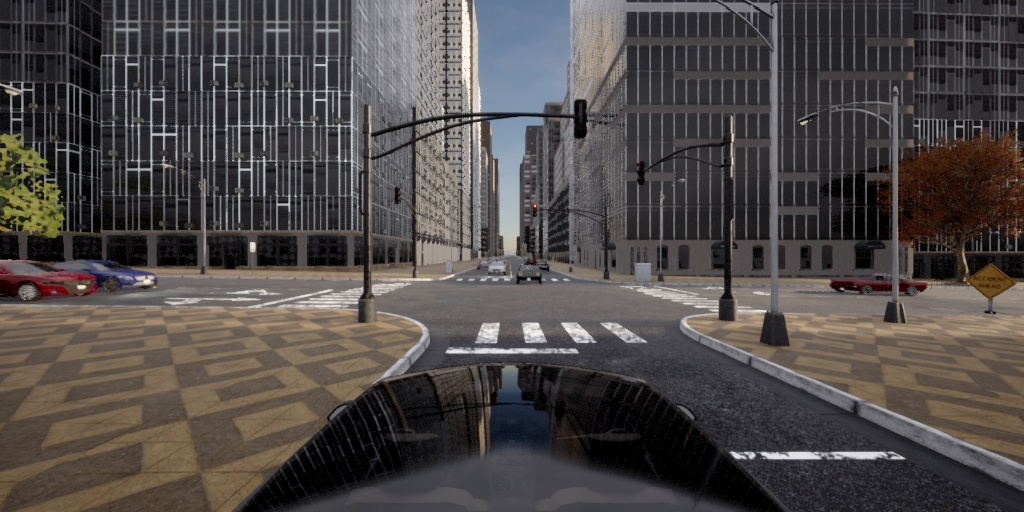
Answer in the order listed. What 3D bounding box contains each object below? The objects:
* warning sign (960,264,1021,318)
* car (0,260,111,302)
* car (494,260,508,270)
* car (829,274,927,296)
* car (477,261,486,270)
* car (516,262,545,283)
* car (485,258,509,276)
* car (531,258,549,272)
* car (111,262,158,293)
[{"bbox_3d":[17.258,1.204,12.940,1.060,1.860,1.300,0,0,-3],"label":"warning sign"},{"bbox_3d":[-19.352,0.898,13.929,5.008,1.535,1.882,1,0,-3],"label":"car"},{"bbox_3d":[-1.646,1.359,54.180,1.895,1.301,4.718,0,0,0],"label":"car"},{"bbox_3d":[23.006,1.789,22.678,4.718,1.301,1.895,1,0,-3],"label":"car"},{"bbox_3d":[-4.113,1.341,52.197,1.802,1.307,4.207,0,0,0],"label":"car"},{"bbox_3d":[1.313,1.371,28.197,1.895,1.301,4.718,0,0,2],"label":"car"},{"bbox_3d":[-1.560,1.292,38.318,1.812,1.442,4.674,0,0,0],"label":"car"},{"bbox_3d":[3.850,1.327,46.719,1.948,1.339,4.313,0,0,0],"label":"car"},{"bbox_3d":[-19.897,0.935,17.158,4.674,1.442,1.812,1,0,-3],"label":"car"}]
